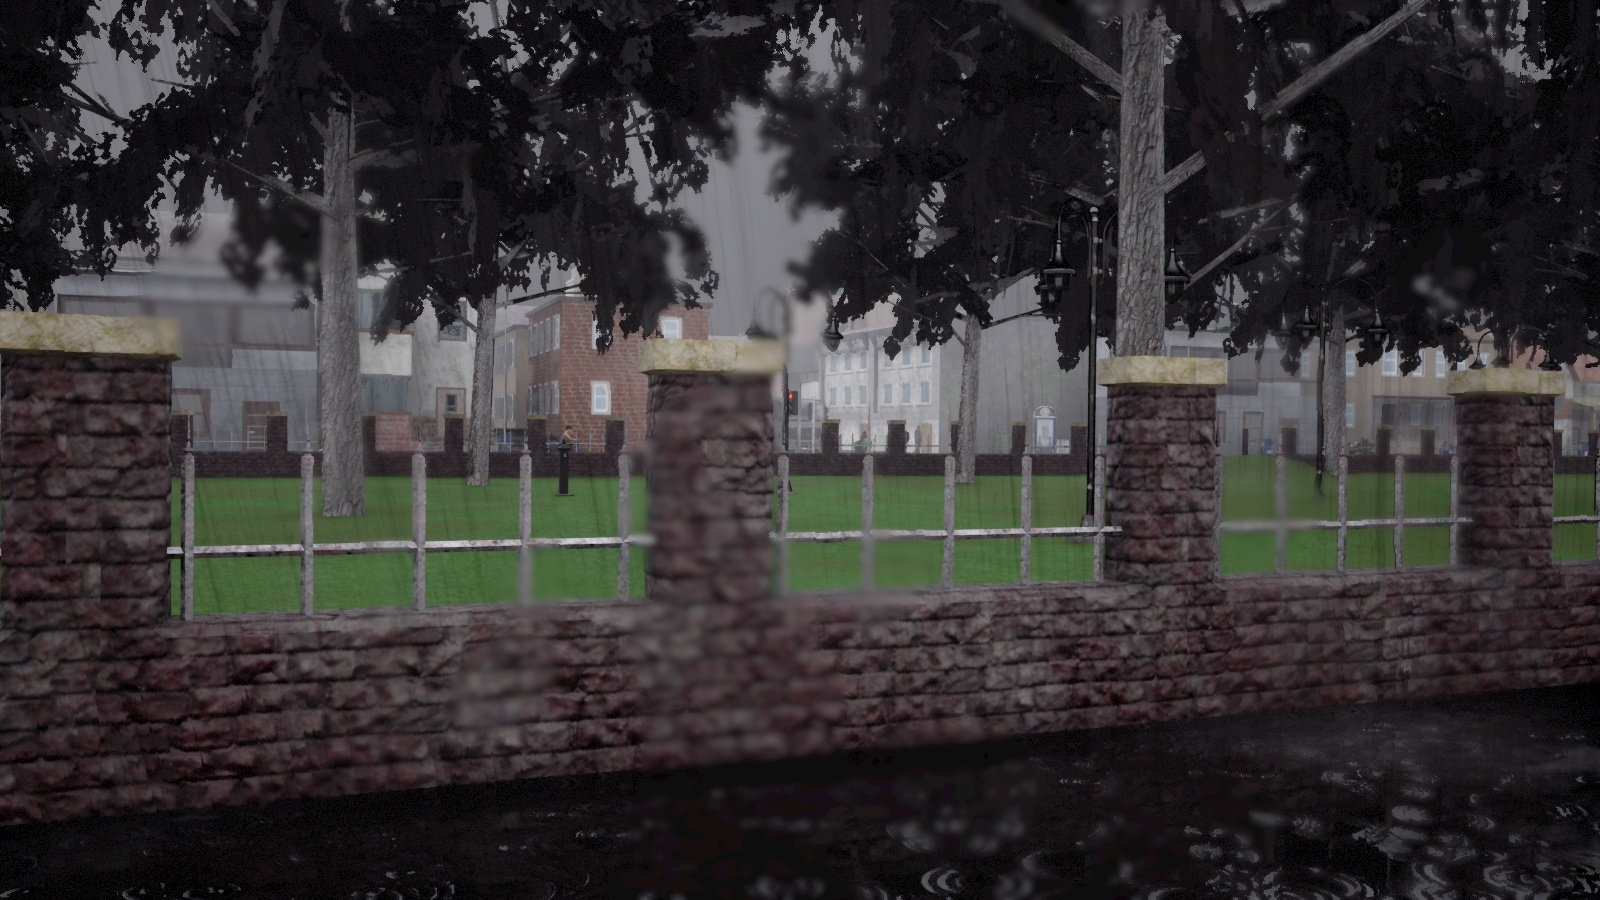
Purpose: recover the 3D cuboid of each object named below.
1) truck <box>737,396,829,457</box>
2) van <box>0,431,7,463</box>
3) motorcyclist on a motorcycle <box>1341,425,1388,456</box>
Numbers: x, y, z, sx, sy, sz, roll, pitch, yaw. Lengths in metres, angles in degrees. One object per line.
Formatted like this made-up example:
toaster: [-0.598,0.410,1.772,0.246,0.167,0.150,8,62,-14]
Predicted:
truck: [-1.133,-1.396,75.263,2.891,3.462,7.936,-1,1,-21]
van: [-50.693,-0.168,77.829,1.775,1.987,4.442,-1,1,-21]
motorcyclist on a motorcycle: [28.501,-0.507,63.443,2.191,1.530,0.866,-1,1,-21]
